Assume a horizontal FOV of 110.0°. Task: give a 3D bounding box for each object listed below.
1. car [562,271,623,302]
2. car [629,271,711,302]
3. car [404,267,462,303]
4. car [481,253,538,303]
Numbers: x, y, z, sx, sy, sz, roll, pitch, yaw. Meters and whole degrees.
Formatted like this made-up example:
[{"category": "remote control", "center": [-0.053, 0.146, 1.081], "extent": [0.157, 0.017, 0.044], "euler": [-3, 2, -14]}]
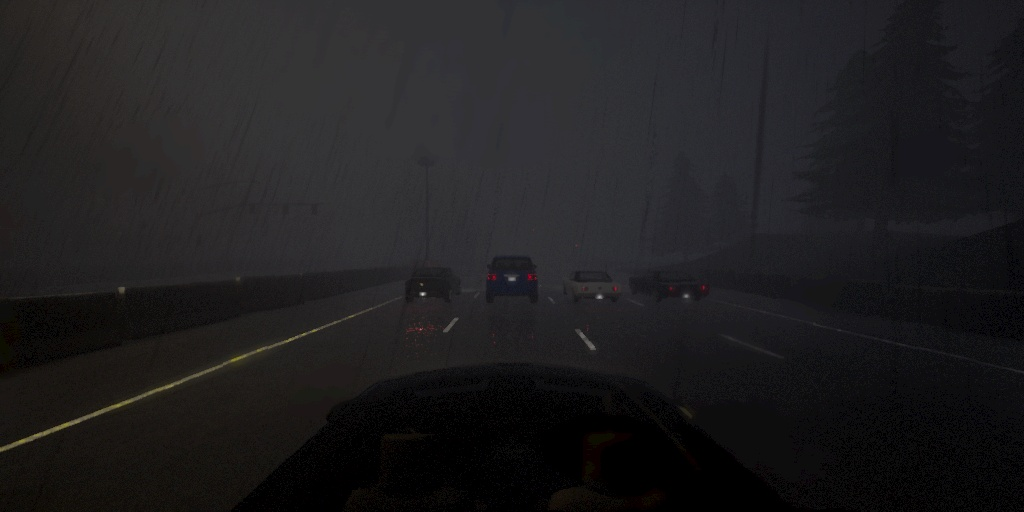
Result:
[{"category": "car", "center": [3.500, 1.321, 16.527], "extent": [1.895, 1.301, 4.718], "euler": [0, 0, 0]}, {"category": "car", "center": [7.000, 1.321, 16.527], "extent": [1.895, 1.301, 4.718], "euler": [0, 0, 0]}, {"category": "car", "center": [-3.500, 1.220, 16.496], "extent": [1.837, 1.490, 4.892], "euler": [0, 0, 0]}, {"category": "car", "center": [0.000, 0.961, 16.524], "extent": [2.150, 2.045, 5.566], "euler": [0, 0, 0]}]
